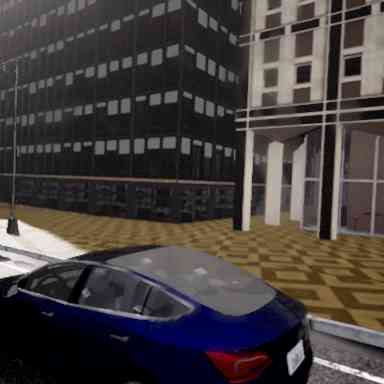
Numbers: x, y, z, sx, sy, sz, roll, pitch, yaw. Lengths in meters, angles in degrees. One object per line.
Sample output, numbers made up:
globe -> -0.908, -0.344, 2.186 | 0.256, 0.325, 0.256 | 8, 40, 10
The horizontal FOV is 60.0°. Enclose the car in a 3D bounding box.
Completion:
car -> -0.995, 1.429, 4.274 | 4.792, 1.488, 2.163 | 2, 1, 36
